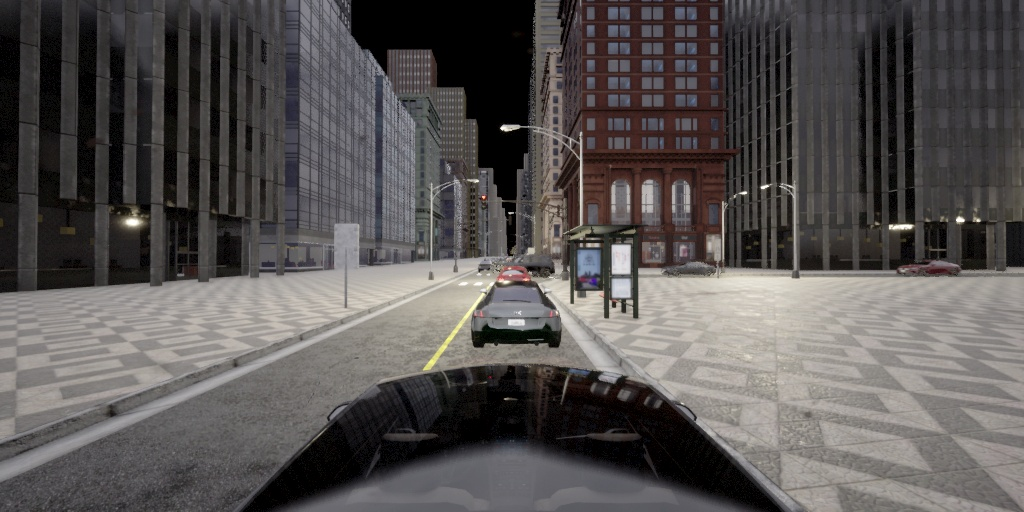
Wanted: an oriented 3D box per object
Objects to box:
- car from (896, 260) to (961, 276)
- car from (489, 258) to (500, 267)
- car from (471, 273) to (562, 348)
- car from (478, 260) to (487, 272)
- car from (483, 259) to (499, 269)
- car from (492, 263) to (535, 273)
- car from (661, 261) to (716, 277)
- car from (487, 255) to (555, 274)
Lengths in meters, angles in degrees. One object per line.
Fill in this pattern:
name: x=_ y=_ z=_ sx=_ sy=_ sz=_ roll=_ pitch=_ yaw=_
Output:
car: x=38.561 y=1.129 z=33.199 sx=4.674 sy=1.442 sz=1.812 roll=0 pitch=-1 yaw=0
car: x=-3.083 y=1.149 z=64.252 sx=1.837 sy=1.490 sz=4.892 roll=0 pitch=0 yaw=0
car: x=0.096 y=1.314 z=9.269 sx=1.994 sy=1.385 sz=4.181 roll=0 pitch=0 yaw=0
car: x=-3.106 y=1.245 z=44.201 sx=2.033 sy=1.411 sz=5.357 roll=0 pitch=0 yaw=0
car: x=-3.110 y=1.165 z=54.129 sx=2.128 sy=1.511 sz=4.902 roll=0 pitch=0 yaw=0
car: x=0.112 y=1.270 z=19.104 sx=1.812 sy=1.442 sz=4.674 roll=0 pitch=0 yaw=1
car: x=16.303 y=1.211 z=33.233 sx=4.674 sy=1.442 sz=1.812 roll=0 pitch=-1 yaw=0
car: x=1.041 y=0.935 z=31.126 sx=5.566 sy=2.045 sz=2.150 roll=1 pitch=-1 yaw=-27
